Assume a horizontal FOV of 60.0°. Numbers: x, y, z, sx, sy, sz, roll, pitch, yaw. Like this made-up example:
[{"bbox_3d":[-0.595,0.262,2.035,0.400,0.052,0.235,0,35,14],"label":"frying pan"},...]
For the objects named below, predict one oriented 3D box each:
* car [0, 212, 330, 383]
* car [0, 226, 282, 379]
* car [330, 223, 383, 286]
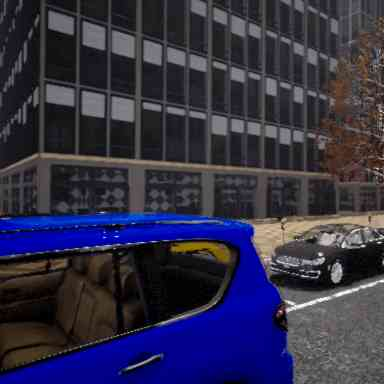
[{"bbox_3d":[-1.717,1.220,2.152,5.566,2.045,2.150,0,0,-35],"label":"car"},{"bbox_3d":[-0.650,1.545,6.091,4.829,1.417,1.752,0,0,-35],"label":"car"},{"bbox_3d":[4.125,1.610,9.493,4.403,1.369,2.008,0,0,-35],"label":"car"}]
